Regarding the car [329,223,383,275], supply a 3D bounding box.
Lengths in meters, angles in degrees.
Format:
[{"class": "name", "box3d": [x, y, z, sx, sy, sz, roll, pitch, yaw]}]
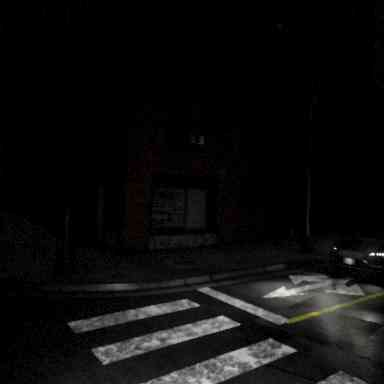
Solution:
[{"class": "car", "box3d": [6.469, 1.795, 11.038, 4.902, 1.511, 2.128, 2, -1, -37]}]
